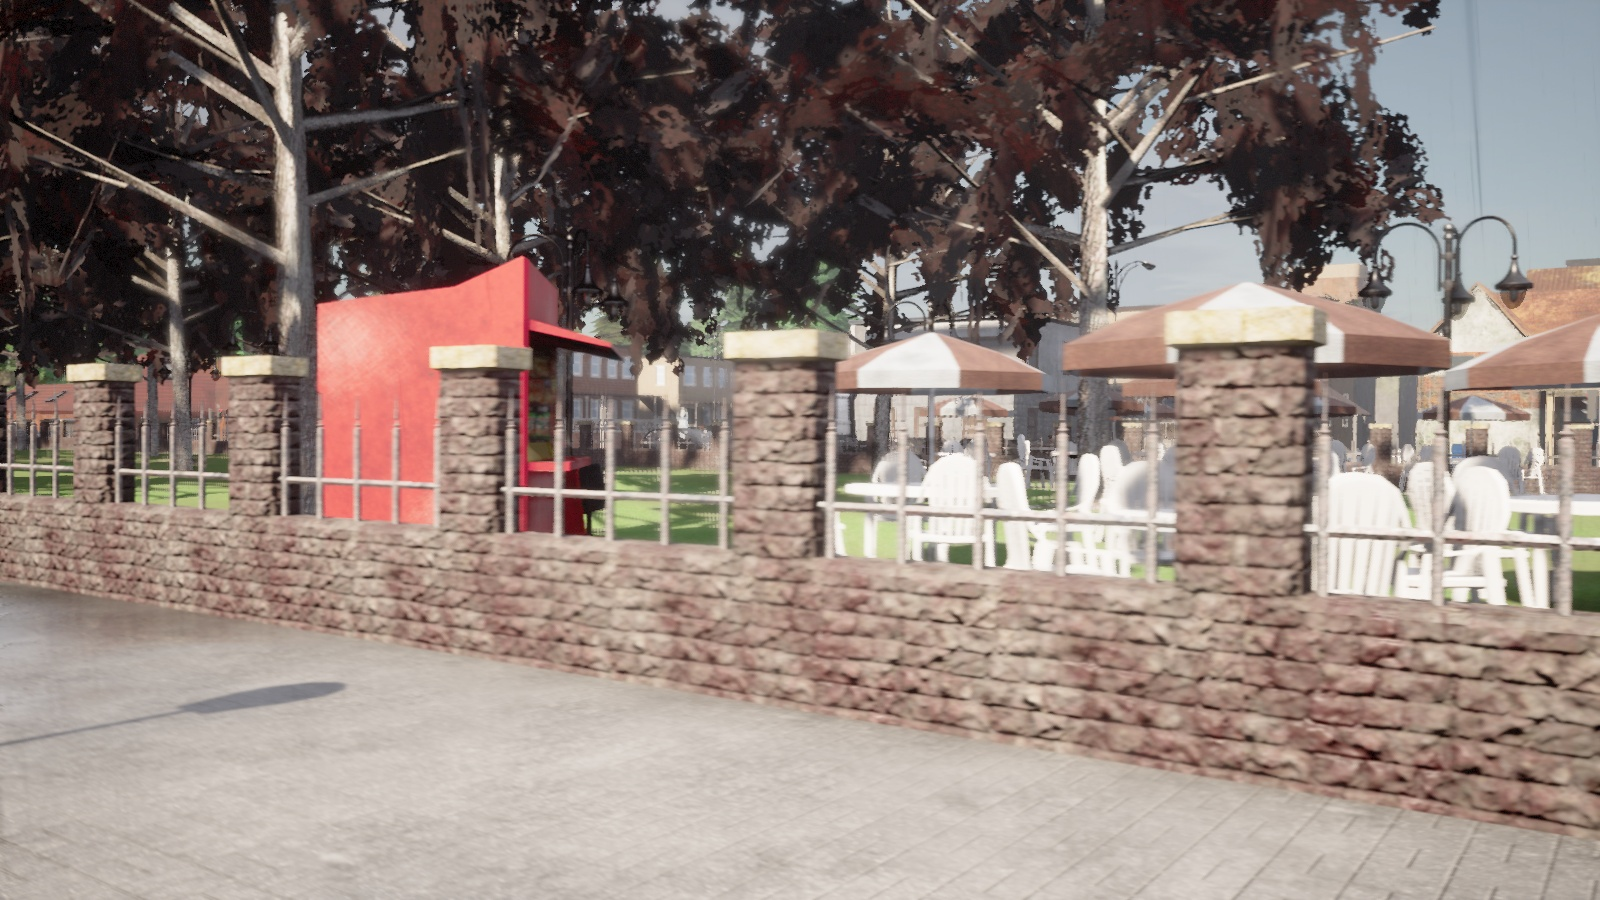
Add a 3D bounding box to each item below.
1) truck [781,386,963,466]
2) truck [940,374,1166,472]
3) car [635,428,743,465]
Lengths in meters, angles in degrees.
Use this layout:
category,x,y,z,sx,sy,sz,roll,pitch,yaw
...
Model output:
category,x,y,z,sx,sy,sz,roll,pitch,yaw
truck,3.196,-1.050,57.194,7.936,3.462,2.891,0,1,35
truck,9.561,-0.982,47.878,7.936,3.462,2.891,0,1,35
car,-5.162,-0.162,58.147,4.611,1.667,2.242,0,1,35
